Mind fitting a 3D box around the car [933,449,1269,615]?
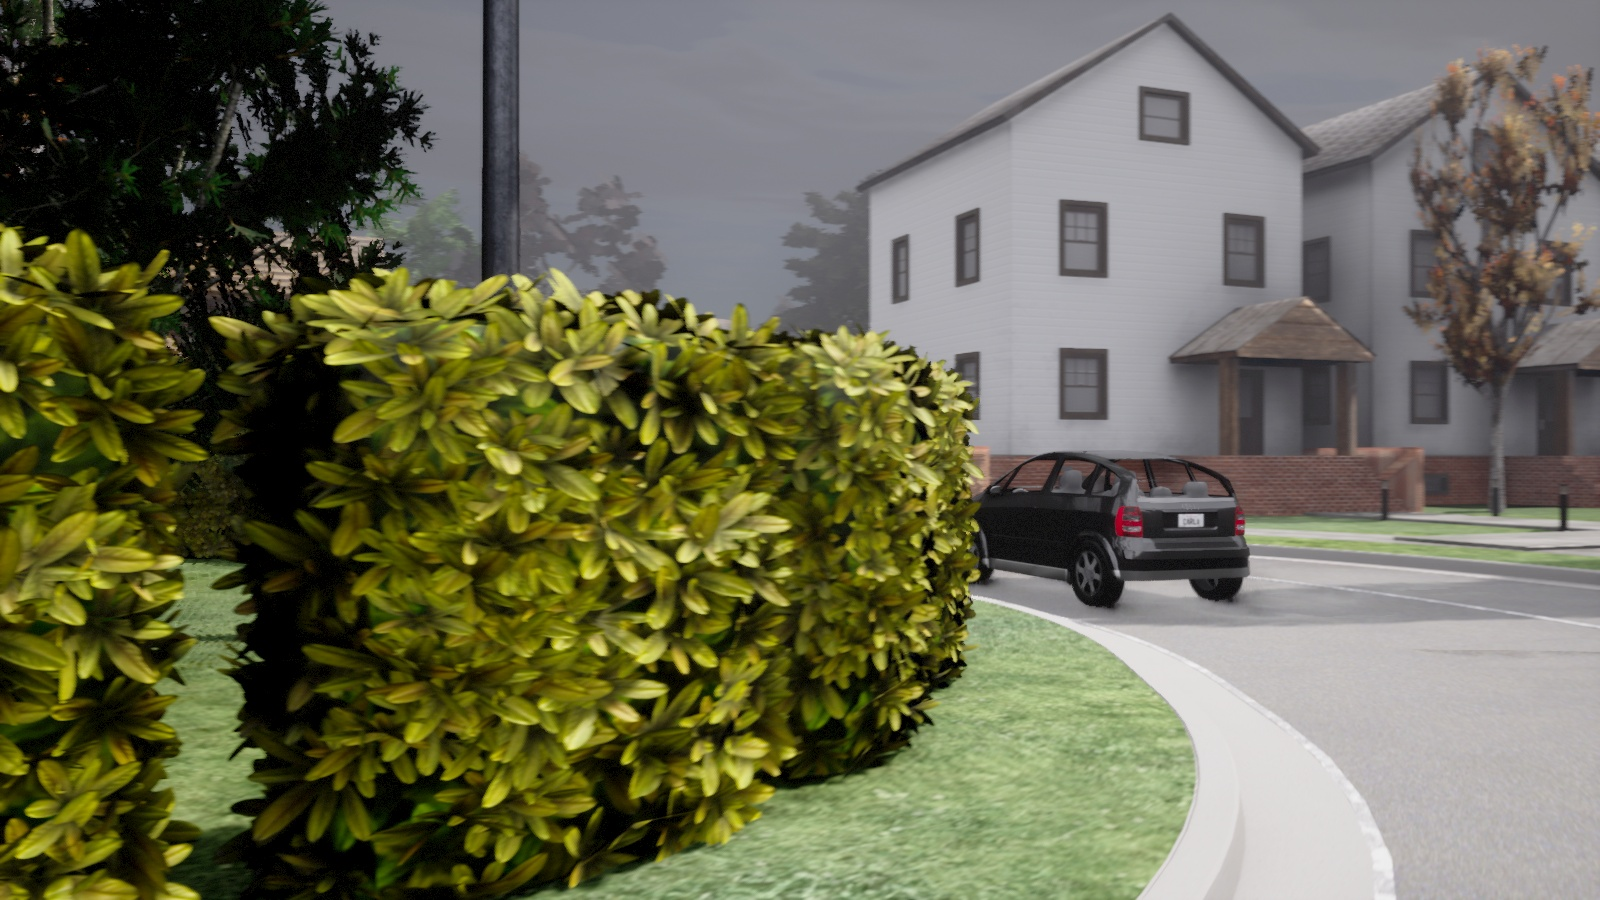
[{"bbox_3d":[3.120,0.779,13.780,1.789,1.549,3.705,0,0,-21],"label":"car"}]
